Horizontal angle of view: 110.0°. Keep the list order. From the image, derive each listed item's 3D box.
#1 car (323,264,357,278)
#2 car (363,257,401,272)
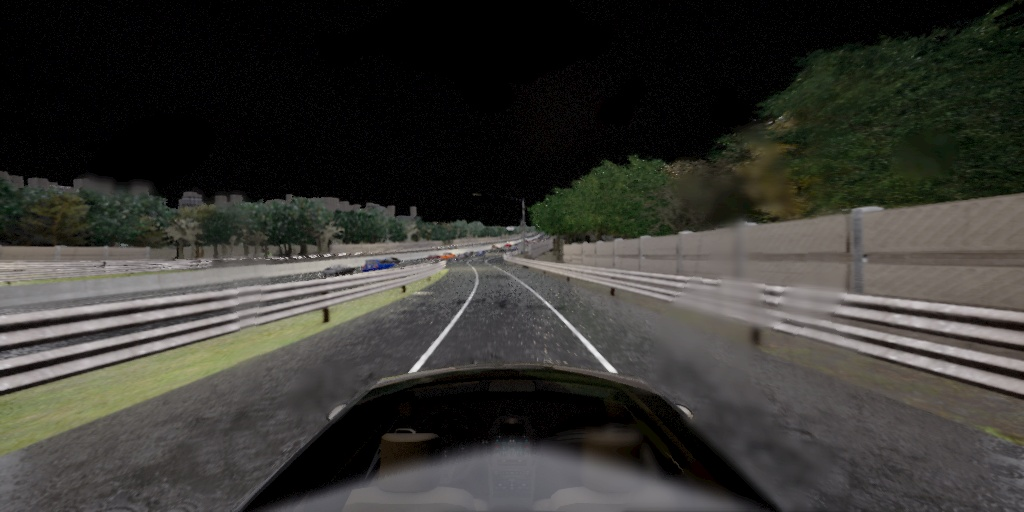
[{"bbox_3d":[-21.234,1.770,44.467,2.128,1.511,4.902,0,2,10],"label":"car"},{"bbox_3d":[-17.228,1.358,47.047,2.150,2.045,5.566,0,2,10],"label":"car"}]
